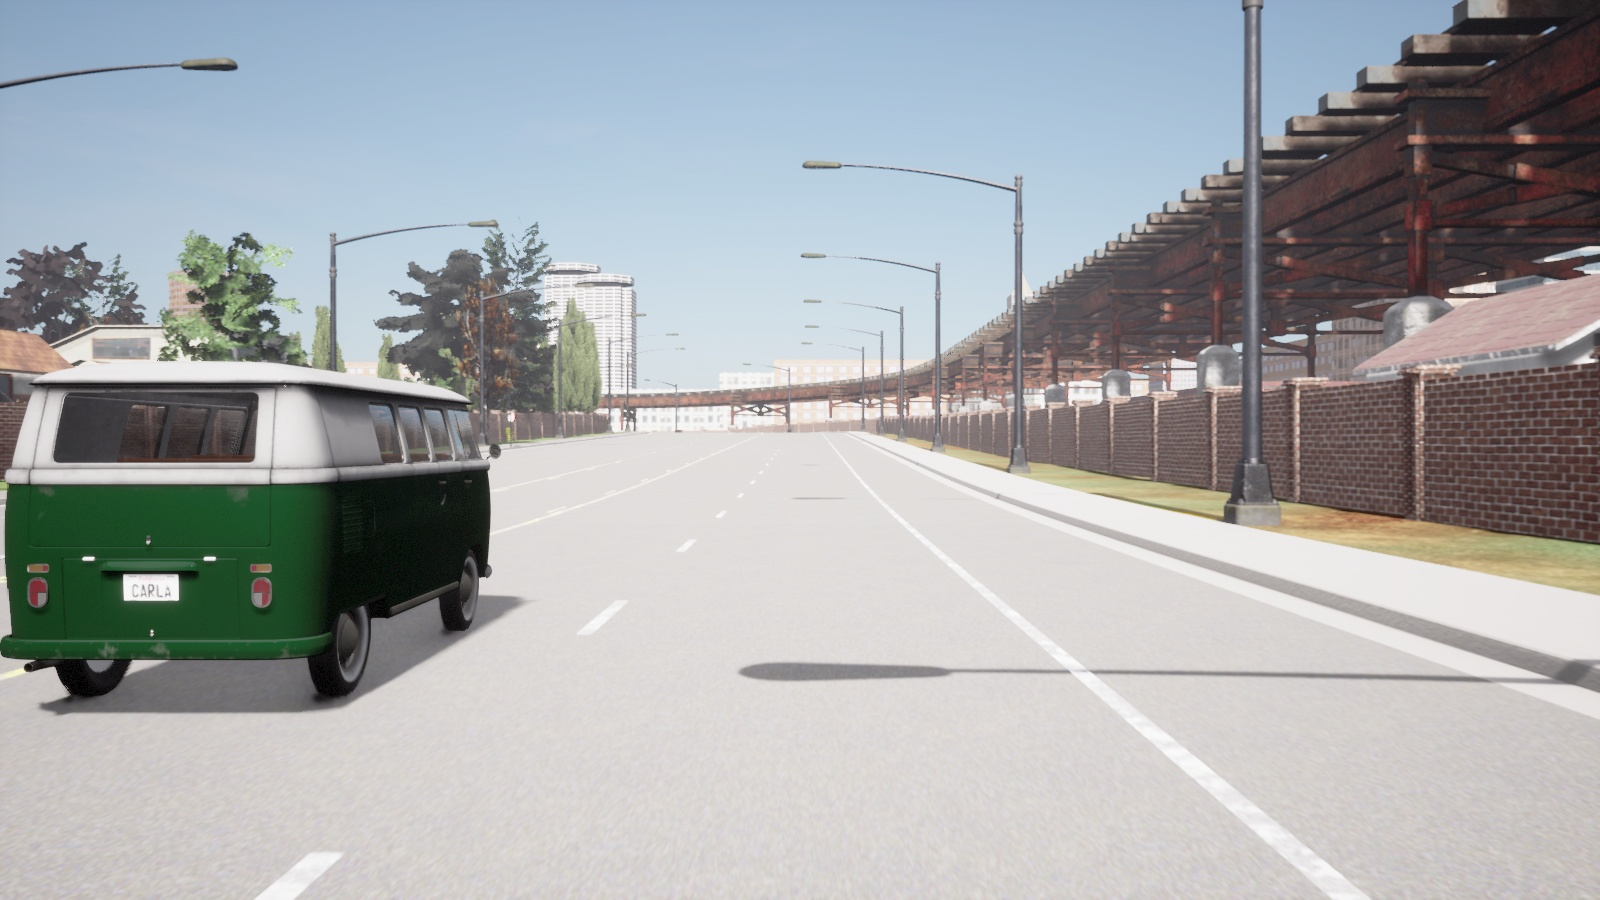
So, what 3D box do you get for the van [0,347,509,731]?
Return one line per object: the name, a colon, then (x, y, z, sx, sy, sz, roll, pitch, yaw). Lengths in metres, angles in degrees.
van: (-3.436, 0.447, 8.719, 1.775, 1.987, 4.442, 0, 0, 0)
